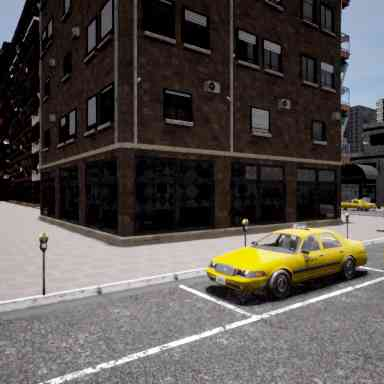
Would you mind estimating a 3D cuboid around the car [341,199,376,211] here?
[{"bbox_3d":[19.235,1.470,39.617,1.752,1.417,4.829,0,0,-35],"label":"car"}]

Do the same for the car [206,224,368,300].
[{"bbox_3d":[2.562,1.526,8.395,4.829,1.417,1.752,0,0,-36],"label":"car"}]
